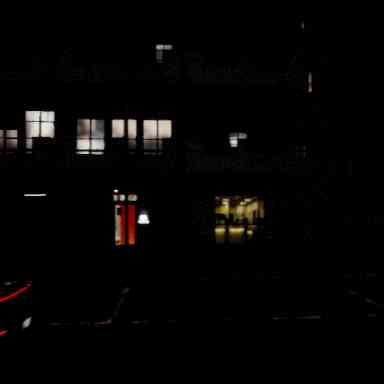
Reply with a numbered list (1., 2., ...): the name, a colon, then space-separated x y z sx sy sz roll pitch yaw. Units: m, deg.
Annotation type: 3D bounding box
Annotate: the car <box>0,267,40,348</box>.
1. car: -4.739 1.635 4.548 4.902 1.511 2.128 0 -1 -3
